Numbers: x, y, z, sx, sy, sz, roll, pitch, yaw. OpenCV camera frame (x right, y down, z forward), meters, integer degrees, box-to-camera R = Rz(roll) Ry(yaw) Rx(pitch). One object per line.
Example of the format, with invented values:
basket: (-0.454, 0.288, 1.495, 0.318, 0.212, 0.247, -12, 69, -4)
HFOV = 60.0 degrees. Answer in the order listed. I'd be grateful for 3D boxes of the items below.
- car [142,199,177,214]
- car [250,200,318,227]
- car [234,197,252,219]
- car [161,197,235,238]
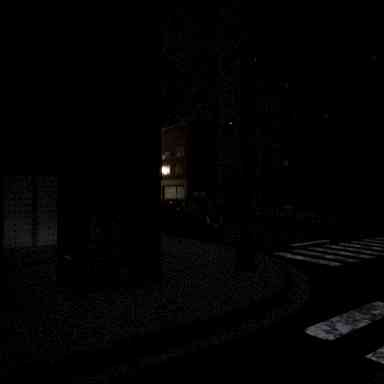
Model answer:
car: (-3.643, 1.530, 36.417, 1.887, 1.381, 4.507, 0, 0, -35)
car: (6.129, 1.529, 22.669, 1.752, 1.417, 4.829, 0, 0, -35)
car: (2.939, 1.313, 27.160, 2.192, 1.841, 5.009, 0, 0, -35)
car: (-0.317, 1.285, 17.889, 2.192, 1.841, 5.009, 0, 0, -35)
